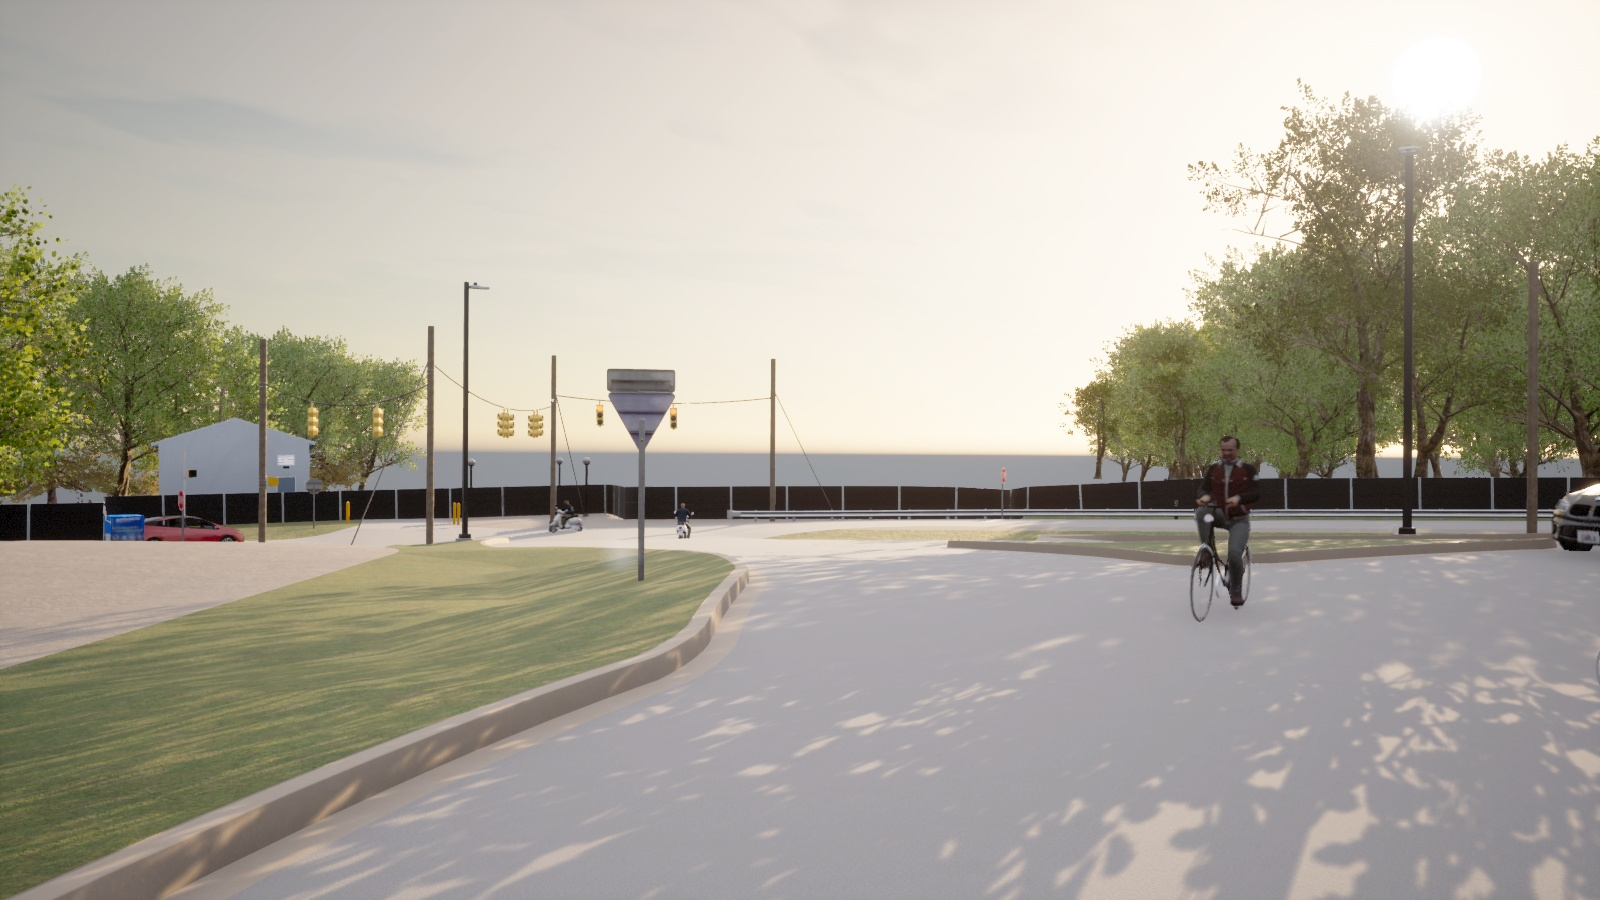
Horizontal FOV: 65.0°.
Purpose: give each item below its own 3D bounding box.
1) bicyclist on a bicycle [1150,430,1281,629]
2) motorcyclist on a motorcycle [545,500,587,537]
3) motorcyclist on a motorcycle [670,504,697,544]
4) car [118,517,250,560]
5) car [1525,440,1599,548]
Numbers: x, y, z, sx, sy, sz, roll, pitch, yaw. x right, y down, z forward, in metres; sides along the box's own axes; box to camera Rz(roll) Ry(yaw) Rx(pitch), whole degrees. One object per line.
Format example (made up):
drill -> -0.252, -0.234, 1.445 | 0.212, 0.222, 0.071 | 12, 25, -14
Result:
bicyclist on a bicycle -> 4.054, 0.710, 12.154 | 0.659, 1.776, 1.843 | 1, 0, 36
motorcyclist on a motorcycle -> -11.470, 3.351, 61.508 | 1.817, 1.590, 0.866 | -3, 4, -35
motorcyclist on a motorcycle -> -4.876, 3.068, 52.578 | 0.866, 1.590, 1.817 | 0, -1, 2
car -> -25.425, 3.634, 51.927 | 4.514, 1.525, 2.007 | 1, -1, -43
car -> 14.430, 0.671, 20.155 | 4.611, 1.667, 2.242 | 0, 0, -15
